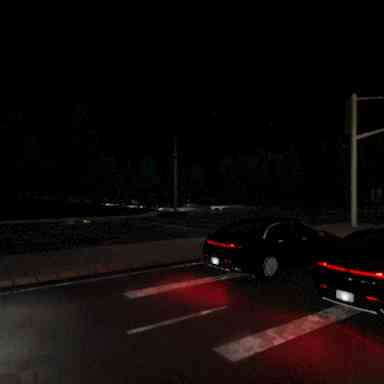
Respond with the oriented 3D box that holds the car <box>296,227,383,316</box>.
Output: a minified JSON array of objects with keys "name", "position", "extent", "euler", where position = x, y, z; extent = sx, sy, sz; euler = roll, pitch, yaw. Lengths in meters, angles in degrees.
[{"name":"car","position":[4.561,1.498,7.013],"extent":[4.892,1.490,1.837],"euler":[0,0,-35]}]

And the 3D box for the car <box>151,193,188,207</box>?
[{"name":"car","position":[-3.486,1.195,49.834],"extent":[2.150,2.045,5.566],"euler":[0,0,-36]}]

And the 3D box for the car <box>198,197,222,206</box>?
[{"name":"car","position":[2.743,1.492,53.196],"extent":[1.812,1.442,4.674],"euler":[0,0,-35]}]

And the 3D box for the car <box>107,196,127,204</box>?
[{"name":"car","position":[-15.147,1.520,66.653],"extent":[2.033,1.411,5.357],"euler":[0,0,-35]}]

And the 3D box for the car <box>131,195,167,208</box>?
[{"name":"car","position":[-6.249,1.524,47.696],"extent":[2.033,1.411,5.357],"euler":[0,0,-35]}]

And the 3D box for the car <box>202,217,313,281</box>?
[{"name":"car","position":[2.571,1.498,9.893],"extent":[4.892,1.490,1.837],"euler":[0,0,-35]}]

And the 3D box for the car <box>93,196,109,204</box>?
[{"name":"car","position":[-17.514,1.468,63.902],"extent":[2.128,1.511,4.902],"euler":[0,0,-35]}]

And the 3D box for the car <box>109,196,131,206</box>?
[{"name":"car","position":[-11.741,1.577,55.559],"extent":[1.895,1.301,4.718],"euler":[0,0,-35]}]
